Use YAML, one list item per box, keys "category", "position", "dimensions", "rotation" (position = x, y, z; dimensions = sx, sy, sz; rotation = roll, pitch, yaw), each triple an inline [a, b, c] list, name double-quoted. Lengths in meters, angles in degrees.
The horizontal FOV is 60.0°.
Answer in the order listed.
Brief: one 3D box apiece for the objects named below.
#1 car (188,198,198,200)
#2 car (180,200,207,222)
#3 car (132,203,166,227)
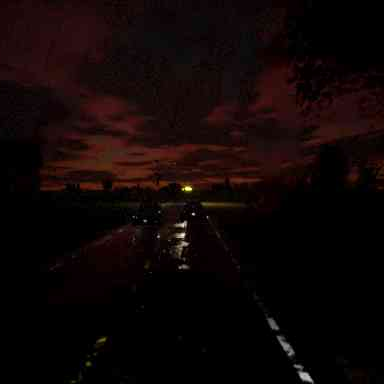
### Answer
- category: "car"
  position: [0.103, 1.527, 42.372]
  dimensions: [1.812, 1.442, 4.674]
  rotation: [0, 0, 0]
- category: "car"
  position: [0.103, 1.569, 26.136]
  dimensions: [1.994, 1.385, 4.181]
  rotation: [0, 0, 0]
- category: "car"
  position: [-2.847, 1.510, 22.646]
  dimensions: [1.837, 1.490, 4.892]
  rotation: [0, 0, 0]
